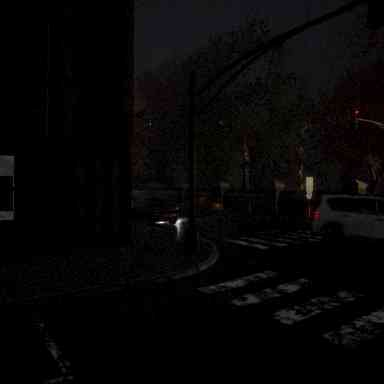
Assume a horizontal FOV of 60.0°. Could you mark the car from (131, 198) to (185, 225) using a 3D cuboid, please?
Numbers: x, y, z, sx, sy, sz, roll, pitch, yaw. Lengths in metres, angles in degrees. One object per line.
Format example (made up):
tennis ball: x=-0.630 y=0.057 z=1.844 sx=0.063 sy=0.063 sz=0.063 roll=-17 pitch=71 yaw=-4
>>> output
car: x=-2.563 y=1.257 z=21.018 sx=1.802 sy=1.307 sz=4.206 roll=2 pitch=0 yaw=-36

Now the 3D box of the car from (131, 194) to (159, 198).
car: x=-2.837 y=1.139 z=25.776 sx=1.812 sy=1.442 sz=4.674 roll=0 pitch=1 yaw=-36

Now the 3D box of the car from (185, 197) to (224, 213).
car: x=0.859 y=1.130 z=30.558 sx=1.752 sy=1.417 sz=4.829 roll=1 pitch=0 yaw=-36

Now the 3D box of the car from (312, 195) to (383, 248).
car: x=7.153 y=1.165 z=12.085 sx=2.150 sy=2.045 sz=5.566 roll=1 pitch=0 yaw=-36
